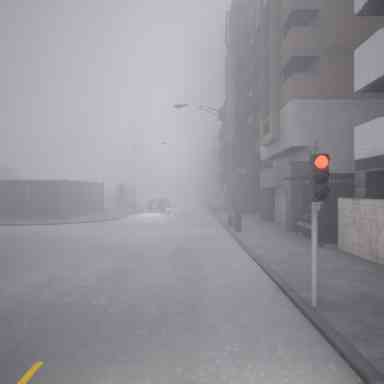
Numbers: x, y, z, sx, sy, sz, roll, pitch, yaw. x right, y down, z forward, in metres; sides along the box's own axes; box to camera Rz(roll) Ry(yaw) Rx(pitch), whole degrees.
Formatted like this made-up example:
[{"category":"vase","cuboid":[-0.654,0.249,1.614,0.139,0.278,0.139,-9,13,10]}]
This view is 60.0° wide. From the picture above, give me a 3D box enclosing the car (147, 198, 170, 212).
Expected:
[{"category":"car","cuboid":[-4.127,1.491,39.308,2.128,1.511,4.902,0,0,0]}]
